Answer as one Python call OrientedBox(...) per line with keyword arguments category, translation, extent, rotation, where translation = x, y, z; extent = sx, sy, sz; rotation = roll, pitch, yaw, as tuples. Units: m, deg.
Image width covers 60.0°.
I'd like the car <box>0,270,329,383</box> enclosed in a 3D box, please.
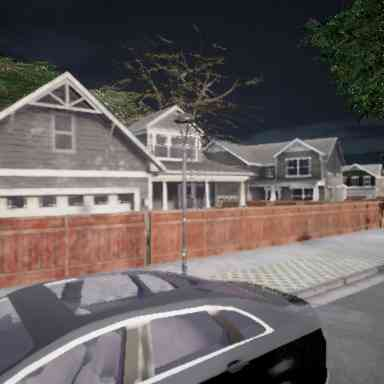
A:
OrientedBox(category="car", translation=(-0.941, 1.500, 2.515), extent=(4.902, 1.511, 2.128), rotation=(0, 0, -36))
